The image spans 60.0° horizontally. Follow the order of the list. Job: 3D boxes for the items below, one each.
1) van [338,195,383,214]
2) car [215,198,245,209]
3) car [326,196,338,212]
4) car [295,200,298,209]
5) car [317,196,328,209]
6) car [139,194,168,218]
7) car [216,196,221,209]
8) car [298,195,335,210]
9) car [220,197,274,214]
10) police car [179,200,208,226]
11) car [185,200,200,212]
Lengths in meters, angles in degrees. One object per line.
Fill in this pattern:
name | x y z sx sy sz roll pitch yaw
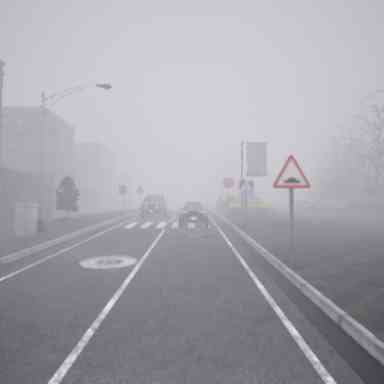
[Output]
van | 18.436 1.323 35.407 4.442 1.987 1.878 0 -1 0
car | 6.134 1.853 54.051 4.553 1.767 2.185 0 -2 -1
car | 18.716 1.590 38.199 5.366 1.575 1.946 0 -1 0
car | 18.424 1.846 49.364 4.892 1.521 2.231 0 -2 -1
car | 18.696 1.639 40.860 5.366 1.575 1.946 0 -1 0
car | -3.368 1.219 30.191 2.150 2.045 5.566 0 0 0
car | 6.206 1.556 48.104 5.566 2.045 2.435 0 -1 -1
car | 18.436 1.517 46.579 5.566 2.045 2.435 0 -2 -1
car | 6.095 1.552 35.953 5.366 1.575 1.946 0 -1 0
police car | 0.095 1.479 23.249 2.038 1.542 4.974 0 0 0
car | 0.055 1.718 41.929 1.812 1.442 4.674 0 -1 0
